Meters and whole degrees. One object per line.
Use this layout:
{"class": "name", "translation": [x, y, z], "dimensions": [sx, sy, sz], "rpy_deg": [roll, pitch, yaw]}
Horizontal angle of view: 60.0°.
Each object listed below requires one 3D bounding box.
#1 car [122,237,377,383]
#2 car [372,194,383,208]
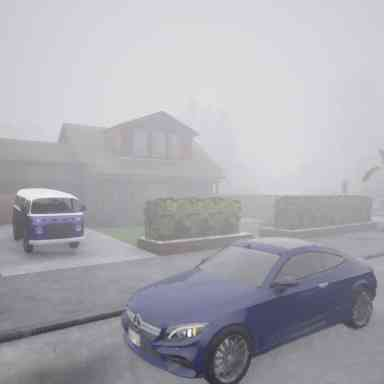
{"class": "car", "translation": [1.203, 1.526, 5.417], "dimensions": [4.674, 1.442, 1.812], "rpy_deg": [0, 0, -35]}
{"class": "car", "translation": [23.994, 0.986, 40.731], "dimensions": [3.866, 1.878, 1.905], "rpy_deg": [0, 0, 0]}
